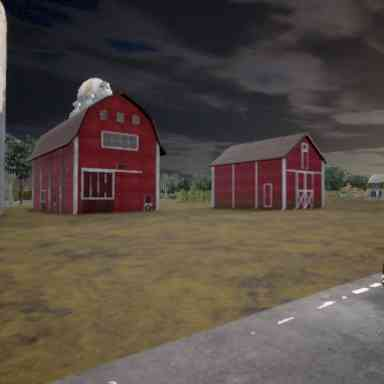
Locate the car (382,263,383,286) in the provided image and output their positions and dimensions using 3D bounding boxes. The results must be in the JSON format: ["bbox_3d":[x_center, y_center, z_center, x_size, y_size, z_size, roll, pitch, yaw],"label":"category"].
[{"bbox_3d":[6.245,1.439,7.719,4.892,1.490,1.837,-1,0,-37],"label":"car"}]
